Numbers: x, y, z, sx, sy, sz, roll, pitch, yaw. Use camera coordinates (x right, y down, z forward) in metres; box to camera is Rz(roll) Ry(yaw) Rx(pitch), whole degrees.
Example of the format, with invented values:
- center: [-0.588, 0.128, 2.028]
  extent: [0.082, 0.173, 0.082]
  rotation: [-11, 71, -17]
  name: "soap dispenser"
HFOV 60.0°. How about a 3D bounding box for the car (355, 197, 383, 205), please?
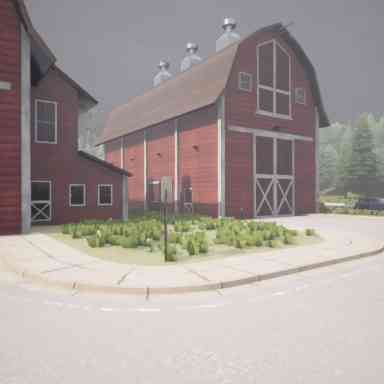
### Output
- center: [20.146, 1.387, 36.101]
  extent: [2.097, 1.767, 4.553]
  rotation: [0, 0, -34]
  name: "car"
